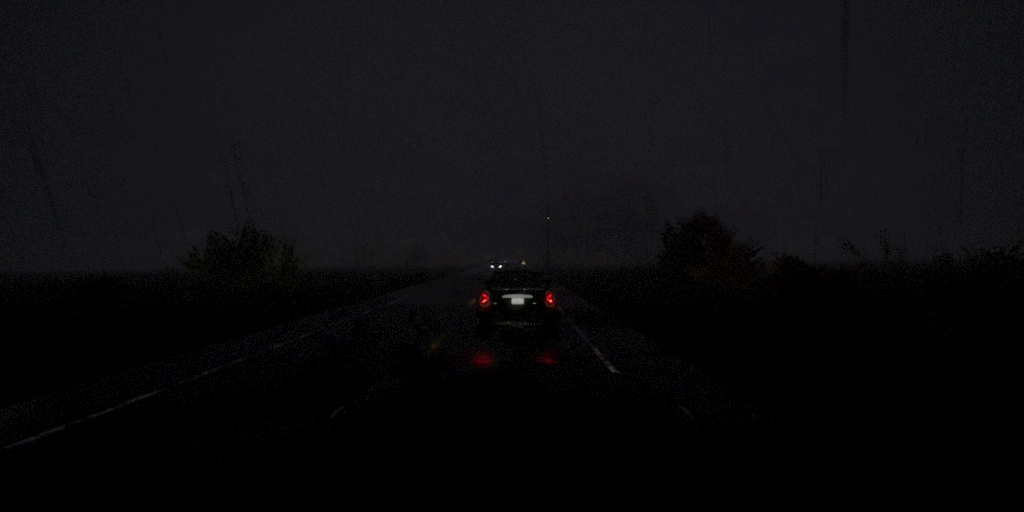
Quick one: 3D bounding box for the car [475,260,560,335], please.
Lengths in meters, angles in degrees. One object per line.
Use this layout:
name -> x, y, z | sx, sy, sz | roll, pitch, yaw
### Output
car -> 0.144, 1.107, 10.711 | 2.097, 1.767, 4.553 | 0, 0, 0

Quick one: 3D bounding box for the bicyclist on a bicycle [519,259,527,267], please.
bicyclist on a bicycle -> 1.165, 1.211, 36.872 | 0.866, 1.612, 1.509 | 0, 0, 0

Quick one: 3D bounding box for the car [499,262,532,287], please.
car -> 0.221, 1.259, 25.486 | 2.128, 1.511, 4.902 | 0, 0, 0
